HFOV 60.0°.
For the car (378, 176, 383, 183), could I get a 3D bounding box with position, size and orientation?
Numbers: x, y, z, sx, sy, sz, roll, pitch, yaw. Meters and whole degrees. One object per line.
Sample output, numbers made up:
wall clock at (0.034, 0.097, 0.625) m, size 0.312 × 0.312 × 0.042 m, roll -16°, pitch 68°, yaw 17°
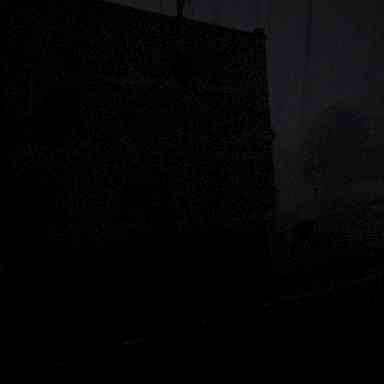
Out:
car at (27.424, -1.905, 44.831) m, size 4.181 × 1.385 × 1.994 m, roll -3°, pitch 4°, yaw 24°
